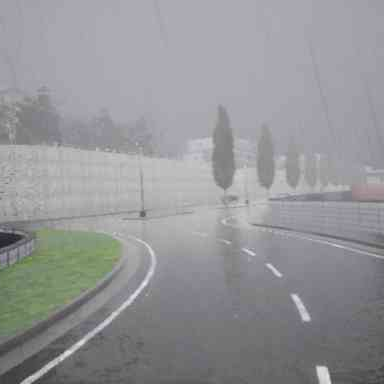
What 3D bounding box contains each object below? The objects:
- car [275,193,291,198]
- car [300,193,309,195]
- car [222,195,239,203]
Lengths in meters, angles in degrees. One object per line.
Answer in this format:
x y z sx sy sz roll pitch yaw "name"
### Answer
16.171 0.978 58.525 2.097 1.767 4.553 -3 0 34 "car"
19.567 0.967 57.306 1.837 1.490 4.892 -3 0 34 "car"
7.692 1.349 66.531 2.128 1.511 4.902 -3 0 34 "car"
